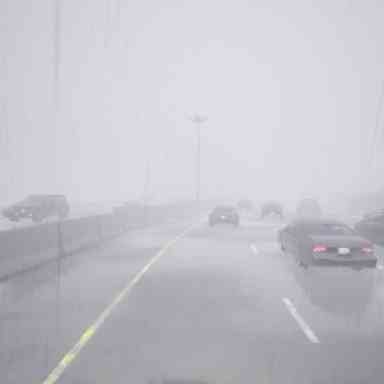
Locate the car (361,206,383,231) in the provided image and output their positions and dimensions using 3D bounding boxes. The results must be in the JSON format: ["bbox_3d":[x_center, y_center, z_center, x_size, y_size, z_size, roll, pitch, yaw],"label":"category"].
[{"bbox_3d":[12.529,1.646,21.044,1.895,1.301,4.718,0,0,9],"label":"car"}]

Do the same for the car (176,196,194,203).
[{"bbox_3d":[-0.925,1.528,65.651,1.837,1.490,4.892,0,0,17],"label":"car"}]

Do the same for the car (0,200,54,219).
[{"bbox_3d":[-14.530,1.471,29.450,1.837,1.490,4.892,0,0,11],"label":"car"}]

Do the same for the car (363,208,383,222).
[{"bbox_3d":[7.901,1.520,12.858,2.128,1.511,4.902,0,0,6],"label":"car"}]

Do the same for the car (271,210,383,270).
[{"bbox_3d":[4.175,1.564,11.159,2.033,1.411,5.357,0,0,5],"label":"car"}]

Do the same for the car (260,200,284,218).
[{"bbox_3d":[7.397,1.538,30.724,1.837,1.490,4.892,0,0,13],"label":"car"}]

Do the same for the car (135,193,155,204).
[{"bbox_3d":[-8.909,1.222,63.364,2.150,2.045,5.566,0,0,17],"label":"car"}]

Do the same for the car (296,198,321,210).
[{"bbox_3d":[11.890,1.400,34.185,2.097,1.767,4.553,0,0,15],"label":"car"}]

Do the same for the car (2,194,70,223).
[{"bbox_3d":[-11.686,1.199,25.777,2.150,2.045,5.566,0,0,10],"label":"car"}]

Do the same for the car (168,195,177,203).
[{"bbox_3d":[-3.546,1.487,69.057,1.837,1.490,4.892,0,0,17],"label":"car"}]

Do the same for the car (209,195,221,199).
[{"bbox_3d":[5.151,1.417,73.739,1.895,1.301,4.718,0,0,17],"label":"car"}]

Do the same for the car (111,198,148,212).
[{"bbox_3d":[-6.453,1.593,33.931,1.895,1.301,4.718,0,0,13],"label":"car"}]

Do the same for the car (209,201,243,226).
[{"bbox_3d":[2.365,1.580,23.580,1.994,1.385,4.181,0,0,10],"label":"car"}]

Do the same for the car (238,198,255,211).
[{"bbox_3d":[6.652,1.540,41.457,1.837,1.490,4.892,0,0,16],"label":"car"}]
